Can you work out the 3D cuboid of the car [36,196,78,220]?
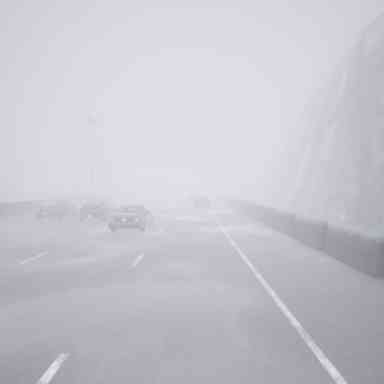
[{"bbox_3d":[-10.397,1.329,25.794,1.812,1.442,4.674,0,1,0],"label":"car"}]

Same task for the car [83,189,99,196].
[{"bbox_3d":[-20.991,0.460,70.566,1.812,1.442,4.674,0,1,0],"label":"car"}]

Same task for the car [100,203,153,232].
[{"bbox_3d":[-3.397,1.425,19.154,2.033,1.411,5.357,0,1,0],"label":"car"}]

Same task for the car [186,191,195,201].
[{"bbox_3d":[0.007,0.832,56.151,1.994,1.385,4.181,0,1,0],"label":"car"}]

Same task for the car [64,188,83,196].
[{"bbox_3d":[-24.491,0.161,70.529,2.150,2.045,5.566,0,1,0],"label":"car"}]

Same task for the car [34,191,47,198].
[{"bbox_3d":[-31.491,0.531,70.538,1.895,1.301,4.718,0,1,0],"label":"car"}]

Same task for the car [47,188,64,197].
[{"bbox_3d":[-27.991,0.161,70.530,2.150,2.045,5.566,0,1,0],"label":"car"}]

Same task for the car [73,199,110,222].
[{"bbox_3d":[-6.897,1.321,24.728,1.837,1.490,4.892,0,1,0],"label":"car"}]

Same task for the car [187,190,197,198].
[{"bbox_3d":[0.009,0.423,70.940,2.033,1.411,5.357,0,1,0],"label":"car"}]

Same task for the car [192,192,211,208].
[{"bbox_3d":[1.230,1.082,39.292,1.882,1.535,5.008,0,1,0],"label":"car"}]
